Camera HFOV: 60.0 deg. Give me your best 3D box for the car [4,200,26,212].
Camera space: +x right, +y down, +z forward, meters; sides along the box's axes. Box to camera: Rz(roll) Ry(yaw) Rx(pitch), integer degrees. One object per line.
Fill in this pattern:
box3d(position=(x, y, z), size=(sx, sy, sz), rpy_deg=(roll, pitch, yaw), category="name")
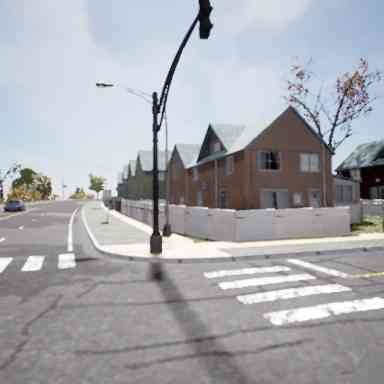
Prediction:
box3d(position=(-24.970, 1.866, 46.926), size=(2.097, 1.767, 4.553), rpy_deg=(0, 0, -17), category="car")
